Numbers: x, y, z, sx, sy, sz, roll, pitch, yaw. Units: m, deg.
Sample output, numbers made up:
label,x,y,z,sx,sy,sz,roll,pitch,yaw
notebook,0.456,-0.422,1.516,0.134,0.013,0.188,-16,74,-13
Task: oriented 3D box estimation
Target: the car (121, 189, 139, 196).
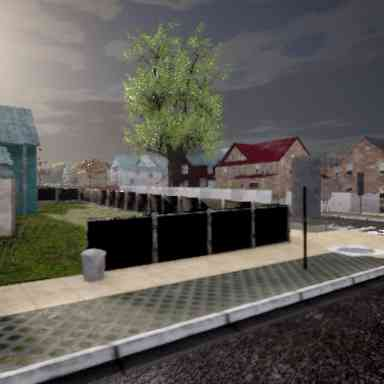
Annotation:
label,x,y,z,sx,sy,sz,roll,pitch,yaw
car,-7.512,0.375,40.256,1.994,1.385,4.181,-1,2,-35
